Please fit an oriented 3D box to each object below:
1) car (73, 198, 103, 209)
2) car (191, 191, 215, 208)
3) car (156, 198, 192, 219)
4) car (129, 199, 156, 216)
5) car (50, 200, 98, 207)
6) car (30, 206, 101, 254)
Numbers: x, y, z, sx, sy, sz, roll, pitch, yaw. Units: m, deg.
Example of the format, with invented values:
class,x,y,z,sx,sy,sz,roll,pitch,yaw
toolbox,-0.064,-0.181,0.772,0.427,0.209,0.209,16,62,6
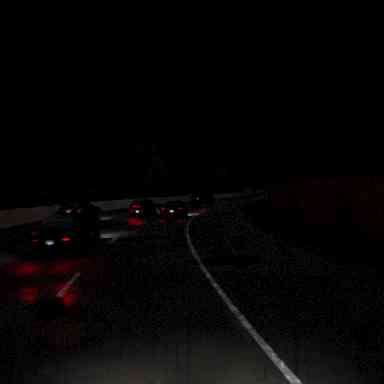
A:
class,x,y,z,sx,sy,sz,roll,pitch,yaw
car,-15.330,1.699,49.267,1.895,1.301,4.718,-1,0,16
car,1.468,0.921,43.762,2.150,2.045,5.566,-1,0,16
car,-1.430,1.436,27.817,1.994,1.385,4.181,-1,0,4
car,-4.534,1.433,31.706,1.837,1.490,4.892,-2,0,7
car,-8.598,1.418,25.564,2.097,1.767,4.553,-1,0,3
car,-5.120,1.573,13.827,1.812,1.442,4.674,-2,0,-4
